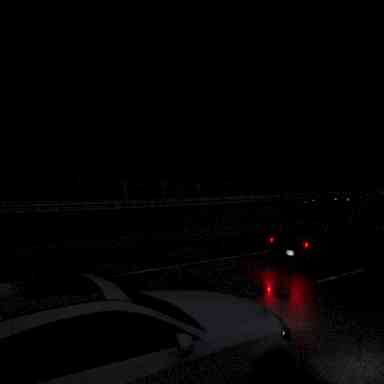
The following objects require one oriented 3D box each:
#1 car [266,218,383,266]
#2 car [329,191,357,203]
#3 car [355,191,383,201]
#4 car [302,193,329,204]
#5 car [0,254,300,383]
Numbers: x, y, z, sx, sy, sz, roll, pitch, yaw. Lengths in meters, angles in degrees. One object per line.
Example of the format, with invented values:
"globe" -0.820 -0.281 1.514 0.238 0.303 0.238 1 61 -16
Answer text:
"car" 4.812 1.543 11.426 4.718 1.301 1.895 -1 0 -35
"car" 18.136 0.721 37.697 4.553 1.767 2.097 -2 1 -33
"car" 19.373 0.878 34.322 5.008 1.535 1.882 -2 1 -34
"car" 15.272 0.901 39.990 4.892 1.490 1.837 -1 1 -34
"car" -1.027 1.522 3.010 4.674 1.442 1.812 0 0 -35
